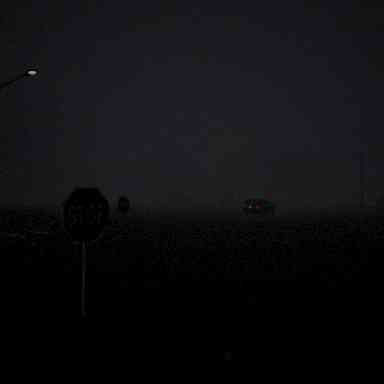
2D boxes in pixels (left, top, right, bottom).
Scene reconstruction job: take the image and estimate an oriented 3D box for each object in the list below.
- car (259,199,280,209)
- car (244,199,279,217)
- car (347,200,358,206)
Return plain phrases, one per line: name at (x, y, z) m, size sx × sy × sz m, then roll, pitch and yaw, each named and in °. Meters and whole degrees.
car at (13.834, 2.114, 59.383) m, size 2.097 × 1.767 × 4.553 m, roll 0°, pitch -1°, yaw 36°
car at (8.144, 1.824, 39.560) m, size 2.150 × 2.045 × 5.566 m, roll 0°, pitch 0°, yaw 36°
car at (40.816, 2.786, 84.769) m, size 2.033 × 1.411 × 5.357 m, roll 0°, pitch 0°, yaw 36°
